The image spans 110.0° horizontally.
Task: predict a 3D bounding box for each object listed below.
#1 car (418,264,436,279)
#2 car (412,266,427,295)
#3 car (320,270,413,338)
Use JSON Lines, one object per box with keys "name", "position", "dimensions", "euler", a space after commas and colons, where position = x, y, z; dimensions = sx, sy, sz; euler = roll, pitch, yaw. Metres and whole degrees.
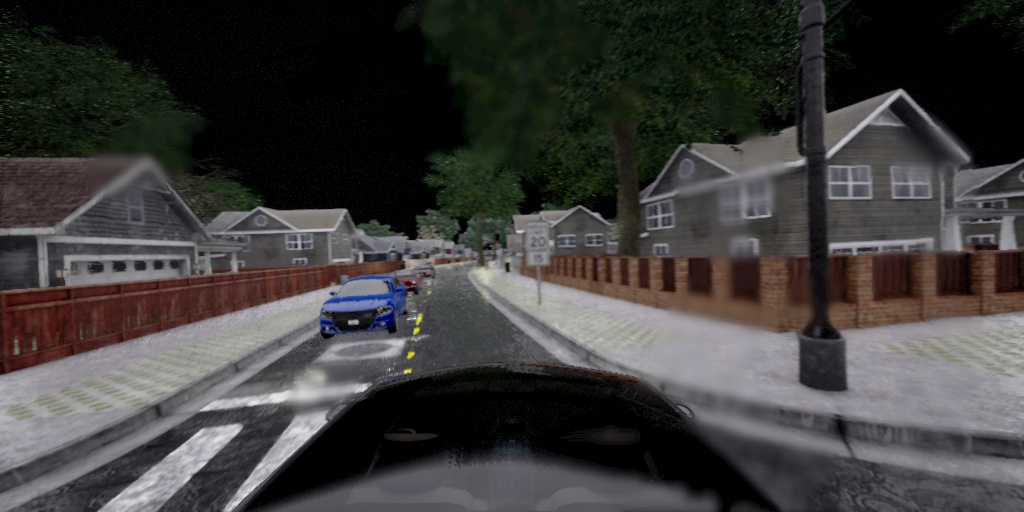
{"name": "car", "position": [-8.335, 1.477, 34.303], "dimensions": [1.994, 1.385, 4.181], "euler": [-2, 0, -8]}
{"name": "car", "position": [-6.267, 1.506, 20.982], "dimensions": [1.895, 1.301, 4.718], "euler": [-2, 0, -10]}
{"name": "car", "position": [-4.385, 1.363, 11.222], "dimensions": [1.882, 1.535, 5.008], "euler": [-2, 0, -11]}
